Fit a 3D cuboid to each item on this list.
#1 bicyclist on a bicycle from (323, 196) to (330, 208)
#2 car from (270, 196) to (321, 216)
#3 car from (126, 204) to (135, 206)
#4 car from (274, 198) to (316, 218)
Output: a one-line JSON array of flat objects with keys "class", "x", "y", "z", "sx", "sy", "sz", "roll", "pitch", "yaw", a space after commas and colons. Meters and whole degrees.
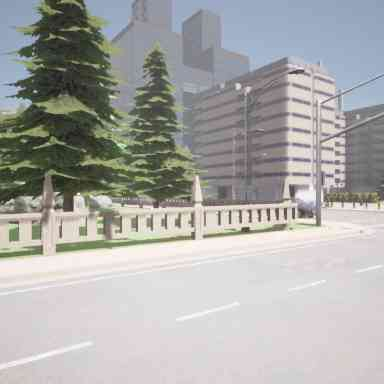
[{"class": "bicyclist on a bicycle", "x": 17.409, "y": 1.302, "z": 43.008, "sx": 1.656, "sy": 1.620, "sz": 0.582, "roll": 0, "pitch": 0, "yaw": -35}, {"class": "car", "x": 10.453, "y": 1.352, "z": 33.844, "sx": 2.097, "sy": 1.767, "sz": 4.553, "roll": 0, "pitch": 0, "yaw": -35}, {"class": "car", "x": -9.702, "y": 1.493, "z": 56.234, "sx": 2.128, "sy": 1.511, "sz": 4.902, "roll": 0, "pitch": 0, "yaw": -35}, {"class": "car", "x": 8.915, "y": 1.505, "z": 29.969, "sx": 1.837, "sy": 1.490, "sz": 4.892, "roll": 0, "pitch": 0, "yaw": -35}]
